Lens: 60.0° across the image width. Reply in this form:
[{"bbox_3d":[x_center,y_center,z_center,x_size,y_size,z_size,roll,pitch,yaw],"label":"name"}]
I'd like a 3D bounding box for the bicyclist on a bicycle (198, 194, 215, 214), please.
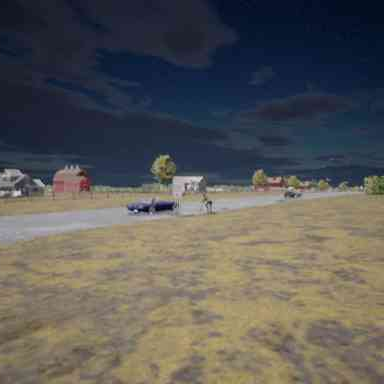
[{"bbox_3d":[1.133,0.992,26.782,1.656,1.620,0.582,0,1,35],"label":"bicyclist on a bicycle"}]

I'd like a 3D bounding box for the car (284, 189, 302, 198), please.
[{"bbox_3d":[17.095,0.265,56.087,1.837,1.490,4.892,1,2,35],"label":"car"}]

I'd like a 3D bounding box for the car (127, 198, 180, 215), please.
[{"bbox_3d":[-3.078,1.115,27.659,1.895,1.301,4.718,1,2,36],"label":"car"}]
